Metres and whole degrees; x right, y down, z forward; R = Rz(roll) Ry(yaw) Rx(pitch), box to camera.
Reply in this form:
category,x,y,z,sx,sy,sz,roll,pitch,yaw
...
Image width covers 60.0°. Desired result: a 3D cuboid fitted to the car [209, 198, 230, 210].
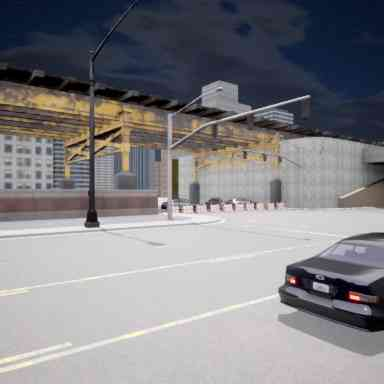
category,x,y,z,sx,sy,sz,roll,pitch,yaw
car,2.815,1.452,40.495,2.038,1.542,4.974,0,0,18

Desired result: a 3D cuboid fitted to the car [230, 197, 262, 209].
category,x,y,z,sx,sy,sz,roll,pitch,yaw
car,6.674,1.295,44.249,4.536,1.218,1.853,0,0,-7

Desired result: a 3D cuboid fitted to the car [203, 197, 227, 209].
category,x,y,z,sx,sy,sz,roll,pitch,yaw
car,2.831,1.295,40.545,1.853,1.218,4.536,0,0,18

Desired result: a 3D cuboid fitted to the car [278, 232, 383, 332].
category,x,y,z,sx,sy,sz,roll,pitch,yaw
car,4.079,1.547,6.688,5.357,1.411,2.033,0,0,-35

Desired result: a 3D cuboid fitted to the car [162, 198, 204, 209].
category,x,y,z,sx,sy,sz,roll,pitch,yaw
car,-0.981,1.295,37.817,4.536,1.218,1.853,0,0,8

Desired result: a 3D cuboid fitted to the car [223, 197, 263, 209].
category,x,y,z,sx,sy,sz,roll,pitch,yaw
car,6.725,1.452,44.255,4.974,1.542,2.038,0,0,-7

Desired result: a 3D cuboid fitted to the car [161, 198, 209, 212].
category,x,y,z,sx,sy,sz,roll,pitch,yaw
car,-0.930,1.452,37.810,4.974,1.542,2.038,0,0,8
